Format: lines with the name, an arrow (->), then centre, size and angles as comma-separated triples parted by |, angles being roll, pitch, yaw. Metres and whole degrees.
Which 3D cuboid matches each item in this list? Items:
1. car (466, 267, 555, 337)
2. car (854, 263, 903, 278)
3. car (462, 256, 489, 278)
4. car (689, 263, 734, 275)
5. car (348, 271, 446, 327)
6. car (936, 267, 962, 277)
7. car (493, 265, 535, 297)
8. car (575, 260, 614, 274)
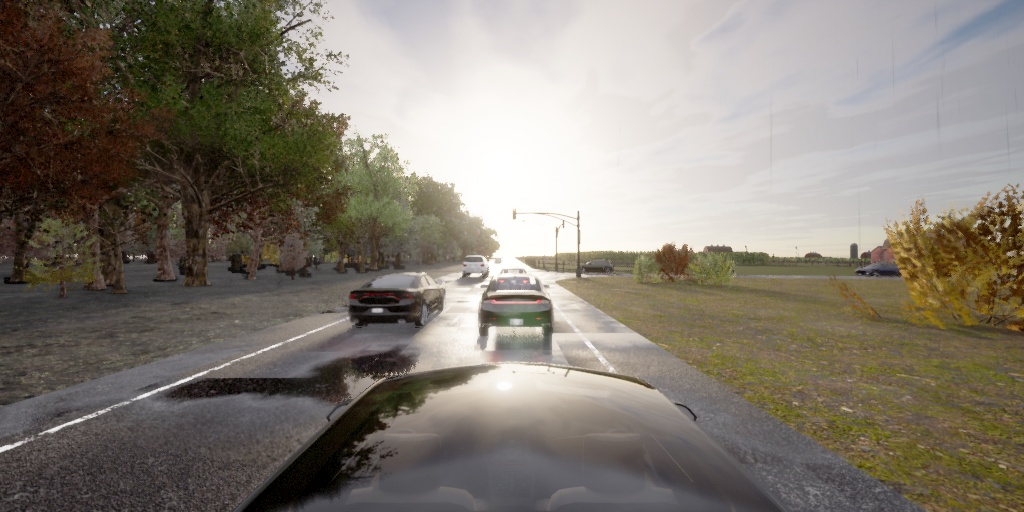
car -> 0.090, 1.244, 10.319 | 2.128, 1.511, 4.902 | 0, 0, 0
car -> 43.889, 1.639, 42.907 | 4.553, 1.767, 2.097 | 1, -1, 0
car -> -3.444, 0.980, 34.592 | 2.150, 2.045, 5.566 | 0, 0, 0
car -> 23.804, 1.572, 42.990 | 4.892, 1.490, 1.837 | 0, -1, 0
car -> -3.412, 1.230, 11.544 | 1.882, 1.535, 5.008 | 0, 0, 0
car -> 48.857, 1.882, 39.292 | 4.718, 1.301, 1.895 | 1, -1, 1
car -> 0.076, 1.302, 20.060 | 2.033, 1.411, 5.357 | 0, 0, 0
car -> 9.981, 1.280, 43.737 | 4.553, 1.767, 2.097 | 0, -1, 10
